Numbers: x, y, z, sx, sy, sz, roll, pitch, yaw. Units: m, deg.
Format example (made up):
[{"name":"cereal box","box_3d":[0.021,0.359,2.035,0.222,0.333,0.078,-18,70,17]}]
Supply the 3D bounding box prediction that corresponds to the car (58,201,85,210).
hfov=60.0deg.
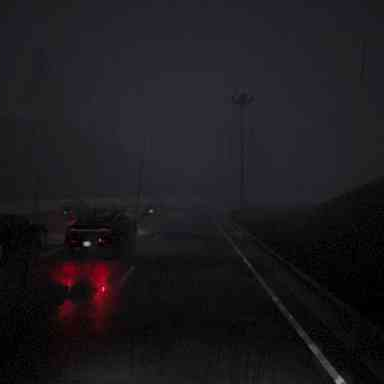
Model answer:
[{"name":"car","box_3d":[-10.171,1.495,29.300,1.812,1.442,4.674,0,0,3]}]

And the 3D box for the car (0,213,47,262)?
[{"name":"car","box_3d":[-6.939,1.466,11.773,1.882,1.535,5.008,0,0,0]}]

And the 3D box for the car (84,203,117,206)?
[{"name":"car","box_3d":[-6.753,1.573,26.887,1.895,1.301,4.718,0,0,3]}]

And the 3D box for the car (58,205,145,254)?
[{"name":"car","box_3d":[-3.430,1.478,13.336,2.128,1.511,4.902,0,0,0]}]

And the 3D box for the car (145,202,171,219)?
[{"name":"car","box_3d":[-3.094,1.534,28.839,1.994,1.385,4.181,0,0,5]}]
